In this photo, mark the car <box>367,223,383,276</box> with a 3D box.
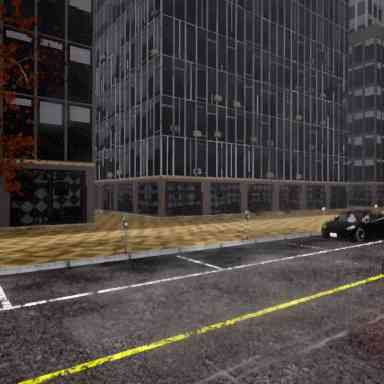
[{"bbox_3d":[6.369,1.504,7.855,4.892,1.490,1.837,0,0,-35],"label":"car"}]

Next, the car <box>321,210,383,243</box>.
[{"bbox_3d":[8.140,1.563,16.226,4.313,1.339,1.947,0,0,-36],"label":"car"}]
